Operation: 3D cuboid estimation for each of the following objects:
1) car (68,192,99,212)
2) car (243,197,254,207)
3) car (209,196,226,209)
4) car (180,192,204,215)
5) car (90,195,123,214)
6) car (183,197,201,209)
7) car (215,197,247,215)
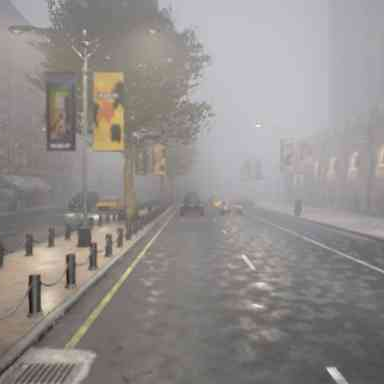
[{"bbox_3d":[-11.575,0.981,36.183,2.150,2.045,5.566,0,0,0],"label":"car"},{"bbox_3d":[6.748,1.306,43.578,1.895,1.301,4.718,0,0,0],"label":"car"},{"bbox_3d":[3.499,1.206,40.922,1.882,1.535,5.008,0,0,0],"label":"car"},{"bbox_3d":[-0.001,1.148,30.700,2.097,1.767,4.553,0,0,0],"label":"car"},{"bbox_3d":[-8.088,1.260,32.803,1.882,1.535,5.008,0,0,0],"label":"car"},{"bbox_3d":[-0.001,1.292,40.993,1.994,1.385,4.181,0,0,0],"label":"car"},{"bbox_3d":[3.499,1.397,30.678,1.895,1.301,4.718,0,0,0],"label":"car"}]
